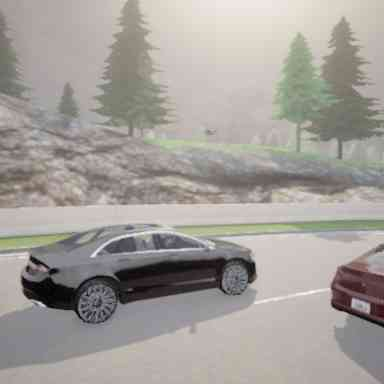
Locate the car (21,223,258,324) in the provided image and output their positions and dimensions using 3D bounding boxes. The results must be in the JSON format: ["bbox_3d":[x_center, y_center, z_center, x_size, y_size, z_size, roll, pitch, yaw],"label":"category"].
[{"bbox_3d":[-0.813,1.418,6.943,4.902,1.511,2.128,0,0,-31],"label":"car"}]

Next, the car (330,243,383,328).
[{"bbox_3d":[4.534,1.495,5.833,4.674,1.442,1.812,0,0,-25],"label":"car"}]
